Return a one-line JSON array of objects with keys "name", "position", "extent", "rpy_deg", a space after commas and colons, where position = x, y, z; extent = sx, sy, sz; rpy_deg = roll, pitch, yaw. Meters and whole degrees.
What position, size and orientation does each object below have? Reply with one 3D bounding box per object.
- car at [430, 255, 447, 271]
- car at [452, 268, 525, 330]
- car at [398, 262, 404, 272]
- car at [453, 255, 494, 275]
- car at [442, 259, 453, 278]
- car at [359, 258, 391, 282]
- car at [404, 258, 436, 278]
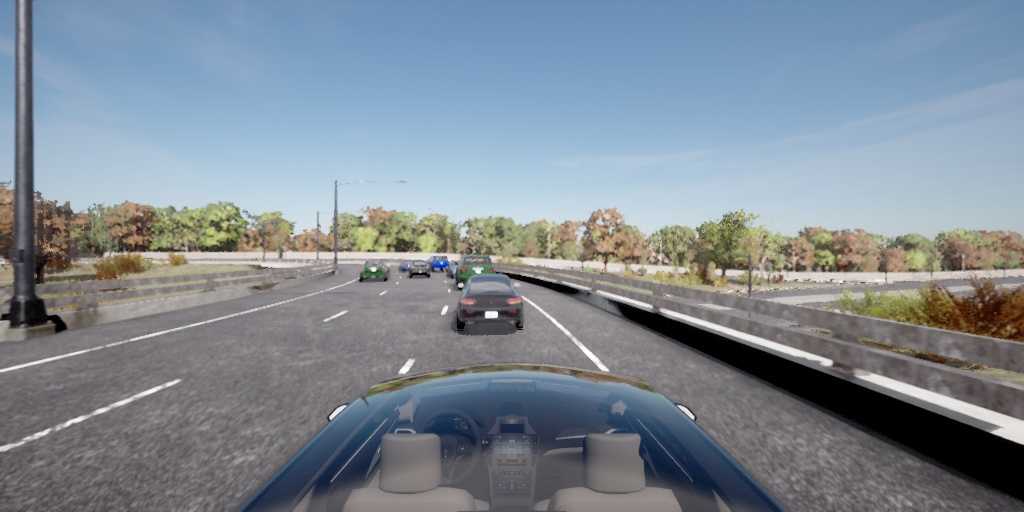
[{"name": "car", "position": [-9.542, 0.934, 45.688], "extent": [2.150, 2.045, 5.566], "rpy_deg": [0, 0, -23]}, {"name": "car", "position": [-0.695, 1.266, 11.055], "extent": [1.812, 1.442, 4.674], "rpy_deg": [0, 0, -5]}, {"name": "car", "position": [-13.161, 1.279, 45.216], "extent": [1.994, 1.385, 4.181], "rpy_deg": [0, 0, -24]}, {"name": "car", "position": [-2.393, 0.952, 22.718], "extent": [2.150, 2.045, 5.566], "rpy_deg": [0, 0, -11]}, {"name": "car", "position": [-5.025, 1.267, 33.485], "extent": [2.033, 1.411, 5.357], "rpy_deg": [0, 0, -16]}, {"name": "car", "position": [-11.137, 1.082, 29.406], "extent": [2.097, 1.767, 4.553], "rpy_deg": [0, 0, -15]}, {"name": "car", "position": [-8.783, 1.211, 33.830], "extent": [2.128, 1.511, 4.902], "rpy_deg": [0, 0, -18]}]
